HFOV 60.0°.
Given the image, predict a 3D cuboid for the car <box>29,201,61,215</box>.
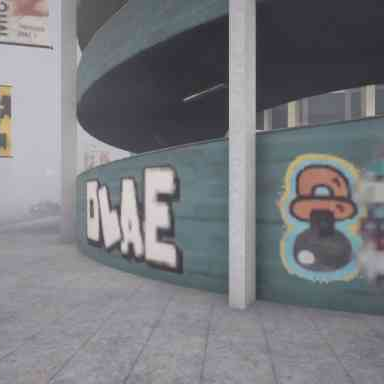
[{"bbox_3d":[-15.067,1.568,34.691,1.994,1.385,4.181,0,0,6],"label":"car"}]
